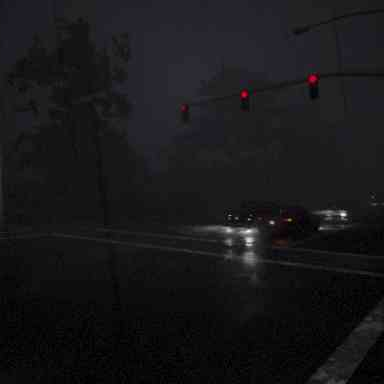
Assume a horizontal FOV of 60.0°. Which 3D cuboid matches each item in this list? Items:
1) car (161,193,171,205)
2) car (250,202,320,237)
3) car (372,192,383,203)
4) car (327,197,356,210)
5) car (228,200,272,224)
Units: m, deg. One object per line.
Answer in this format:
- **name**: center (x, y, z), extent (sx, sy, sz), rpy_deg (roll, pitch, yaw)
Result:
- **car**: center (-1.946, 0.865, 40.730), extent (3.806, 1.475, 1.970), rpy_deg (0, 1, 41)
- **car**: center (5.053, 1.401, 17.207), extent (1.994, 1.385, 4.181), rpy_deg (0, 1, 40)
- **car**: center (29.874, 0.789, 52.395), extent (2.097, 1.767, 4.553), rpy_deg (0, 1, 40)
- **car**: center (16.433, 1.226, 36.514), extent (1.895, 1.301, 4.718), rpy_deg (0, 1, 40)
- **car**: center (4.250, 1.309, 21.983), extent (1.837, 1.490, 4.892), rpy_deg (0, 1, 40)
